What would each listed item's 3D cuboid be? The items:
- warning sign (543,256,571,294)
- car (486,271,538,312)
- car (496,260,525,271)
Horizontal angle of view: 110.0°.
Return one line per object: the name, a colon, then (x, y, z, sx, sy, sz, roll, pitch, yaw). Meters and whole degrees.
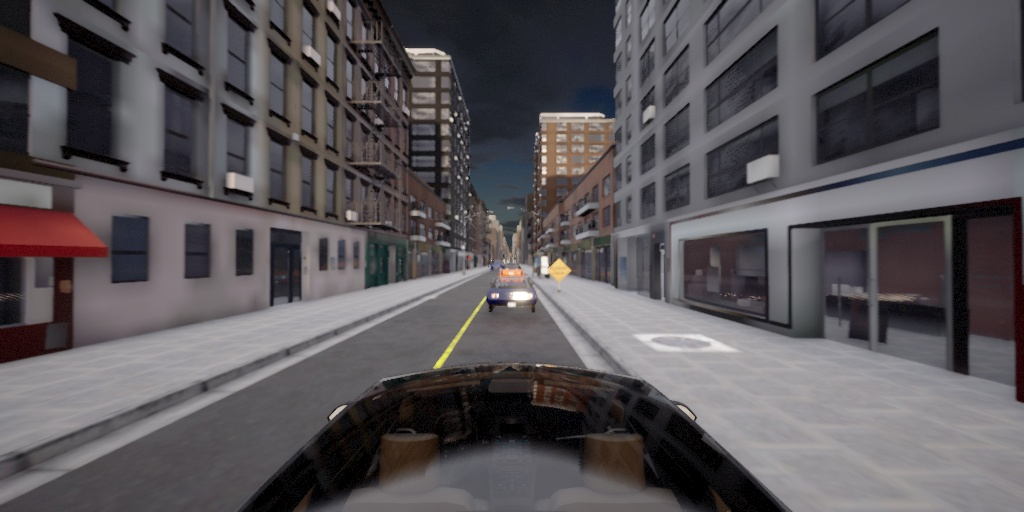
warning sign: (2.510, 1.050, 19.145, 1.300, 1.860, 1.060, 0, 0, 0)
car: (0.012, 1.490, 15.106, 1.895, 1.301, 4.718, 0, -1, 0)
car: (0.008, 1.419, 30.282, 2.097, 1.767, 4.553, 0, -1, 0)
